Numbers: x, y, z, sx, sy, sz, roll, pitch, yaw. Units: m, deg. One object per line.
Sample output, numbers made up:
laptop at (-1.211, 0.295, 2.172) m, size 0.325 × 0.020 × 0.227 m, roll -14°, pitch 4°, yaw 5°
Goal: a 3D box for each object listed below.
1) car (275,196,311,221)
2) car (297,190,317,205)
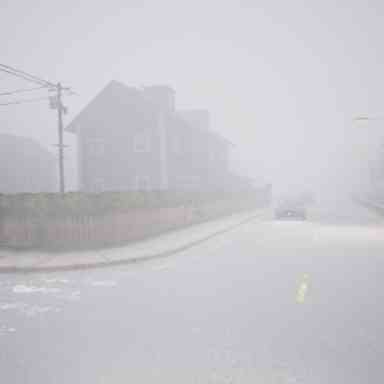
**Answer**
car at (7.151, 1.225, 23.797) m, size 1.994 × 1.385 × 4.181 m, roll -1°, pitch 0°, yaw 22°
car at (13.565, 0.554, 39.284) m, size 2.097 × 1.767 × 4.553 m, roll -1°, pitch 0°, yaw 22°
